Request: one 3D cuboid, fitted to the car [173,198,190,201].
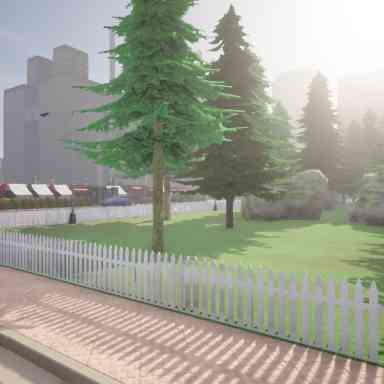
[{"bbox_3d":[-1.818,0.879,59.298,2.150,2.045,5.566,0,0,34],"label":"car"}]

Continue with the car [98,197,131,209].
[{"bbox_3d":[-10.700,1.477,46.305,1.882,1.535,5.008,0,0,34],"label":"car"}]
